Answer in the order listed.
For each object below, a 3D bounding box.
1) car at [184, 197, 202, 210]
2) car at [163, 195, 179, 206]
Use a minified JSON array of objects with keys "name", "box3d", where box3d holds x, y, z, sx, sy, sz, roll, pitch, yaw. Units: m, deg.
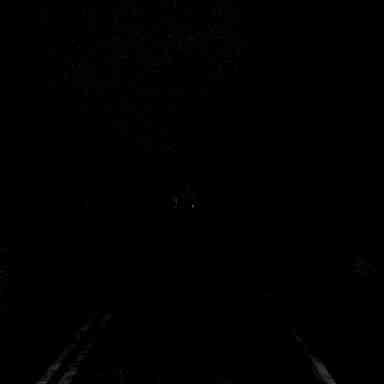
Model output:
[{"name":"car","box3d":[0.144,1.384,41.289,1.837,1.490,4.892,0,0,0]},{"name":"car","box3d":[-3.158,1.238,51.060,2.097,1.767,4.553,0,0,1]}]
